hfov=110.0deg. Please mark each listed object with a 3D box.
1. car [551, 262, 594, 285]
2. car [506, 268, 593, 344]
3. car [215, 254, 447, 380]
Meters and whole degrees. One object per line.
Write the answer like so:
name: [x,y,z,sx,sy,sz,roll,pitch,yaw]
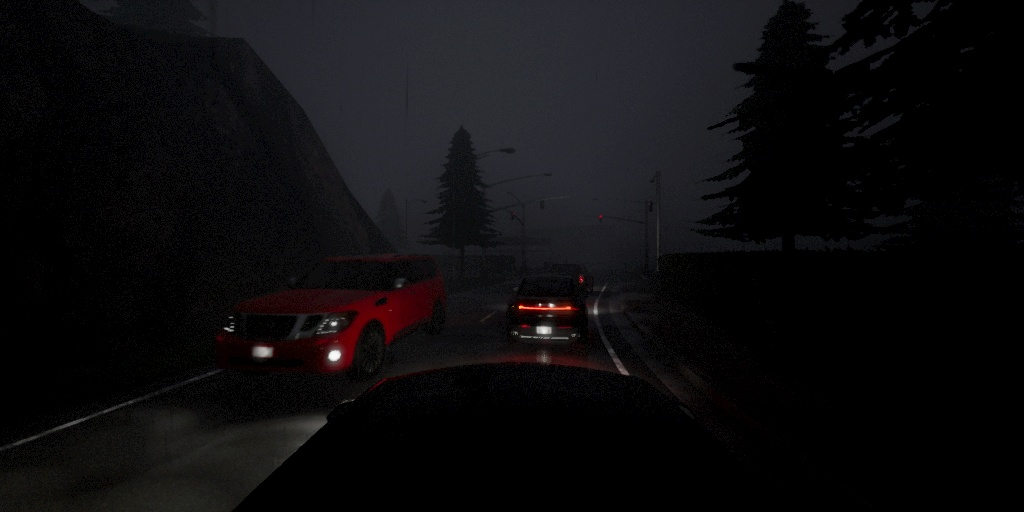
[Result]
car: [3.024,1.102,18.569,2.097,1.767,4.553,0,0,17]
car: [1.021,1.255,9.648,1.837,1.490,4.892,0,0,9]
car: [-3.087,0.971,7.687,2.150,2.045,5.566,0,0,7]
